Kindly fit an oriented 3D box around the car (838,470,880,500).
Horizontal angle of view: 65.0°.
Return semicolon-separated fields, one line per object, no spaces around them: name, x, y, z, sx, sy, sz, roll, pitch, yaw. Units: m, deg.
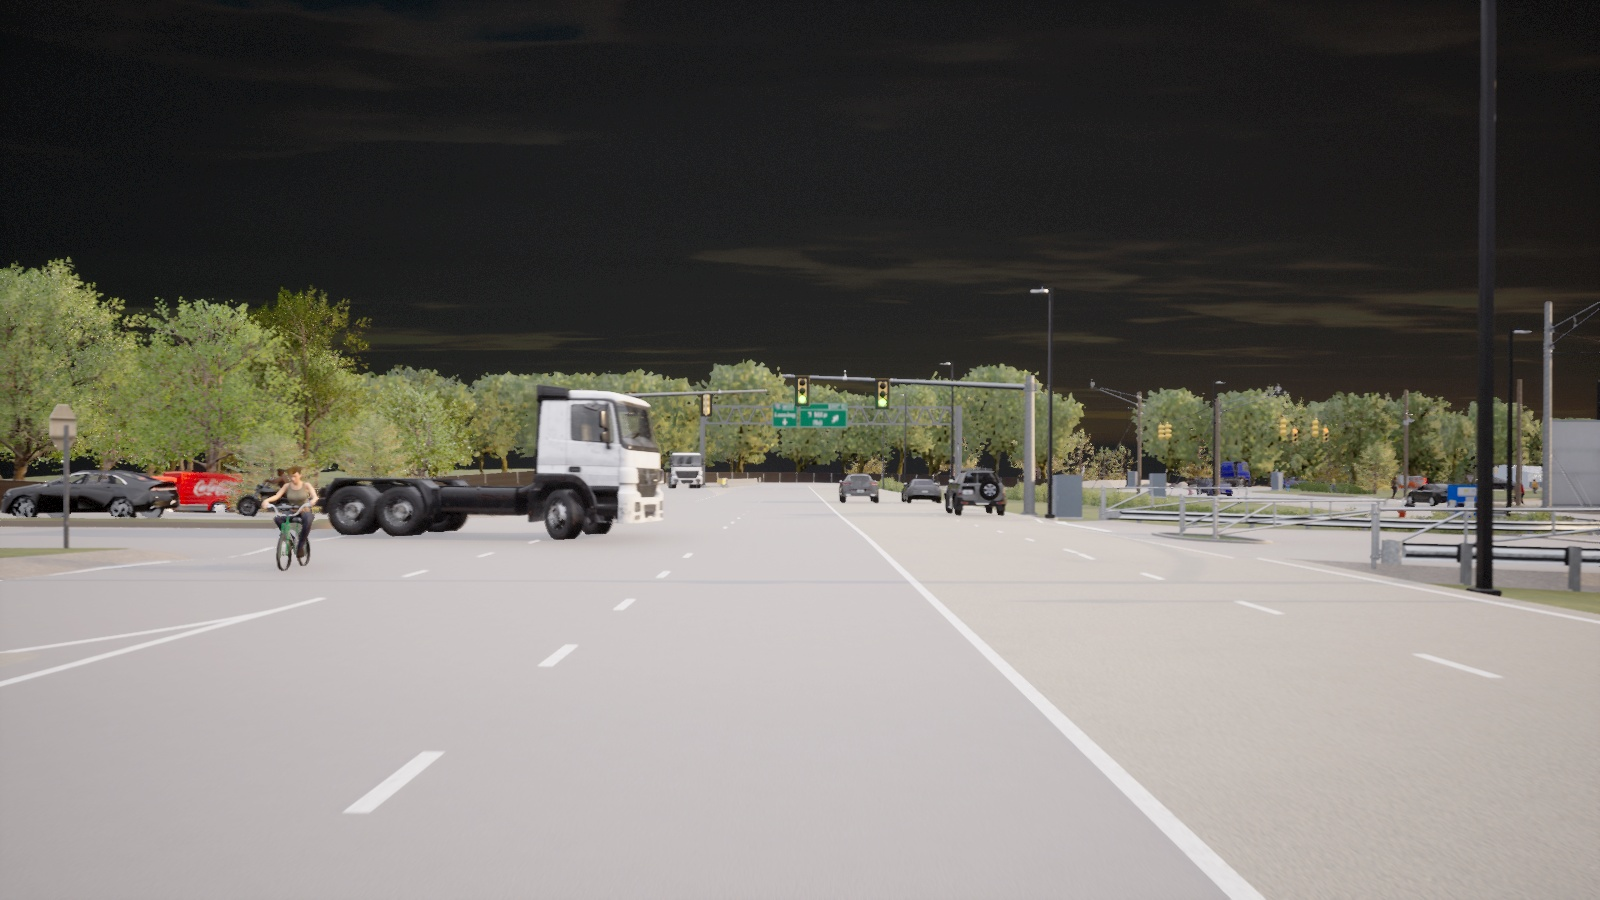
car;3.330;1.975;71.571;2.152;1.651;5.027;0;-1;0

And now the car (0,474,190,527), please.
car;-21.264;1.484;37.644;4.902;1.511;2.128;0;-1;0

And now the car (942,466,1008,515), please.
car;6.882;1.573;49.738;1.932;1.855;4.605;0;-1;0

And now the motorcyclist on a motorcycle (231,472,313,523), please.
motorcyclist on a motorcycle;-17.282;1.543;41.107;2.350;1.649;0.766;0;-1;0

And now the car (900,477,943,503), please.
car;6.833;2.232;70.825;1.994;1.385;4.181;0;-1;0

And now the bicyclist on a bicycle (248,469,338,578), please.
bicyclist on a bicycle;-7.867;1.111;19.558;0.866;1.612;1.509;-1;-1;-4

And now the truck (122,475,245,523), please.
truck;-32.970;2.677;67.290;2.627;2.467;5.204;-2;-4;39

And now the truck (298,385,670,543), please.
truck;-7.312;0.344;29.554;7.936;3.462;2.891;0;-2;9

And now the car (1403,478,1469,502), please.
car;41.526;2.595;82.168;1.837;1.490;4.892;0;-1;0
